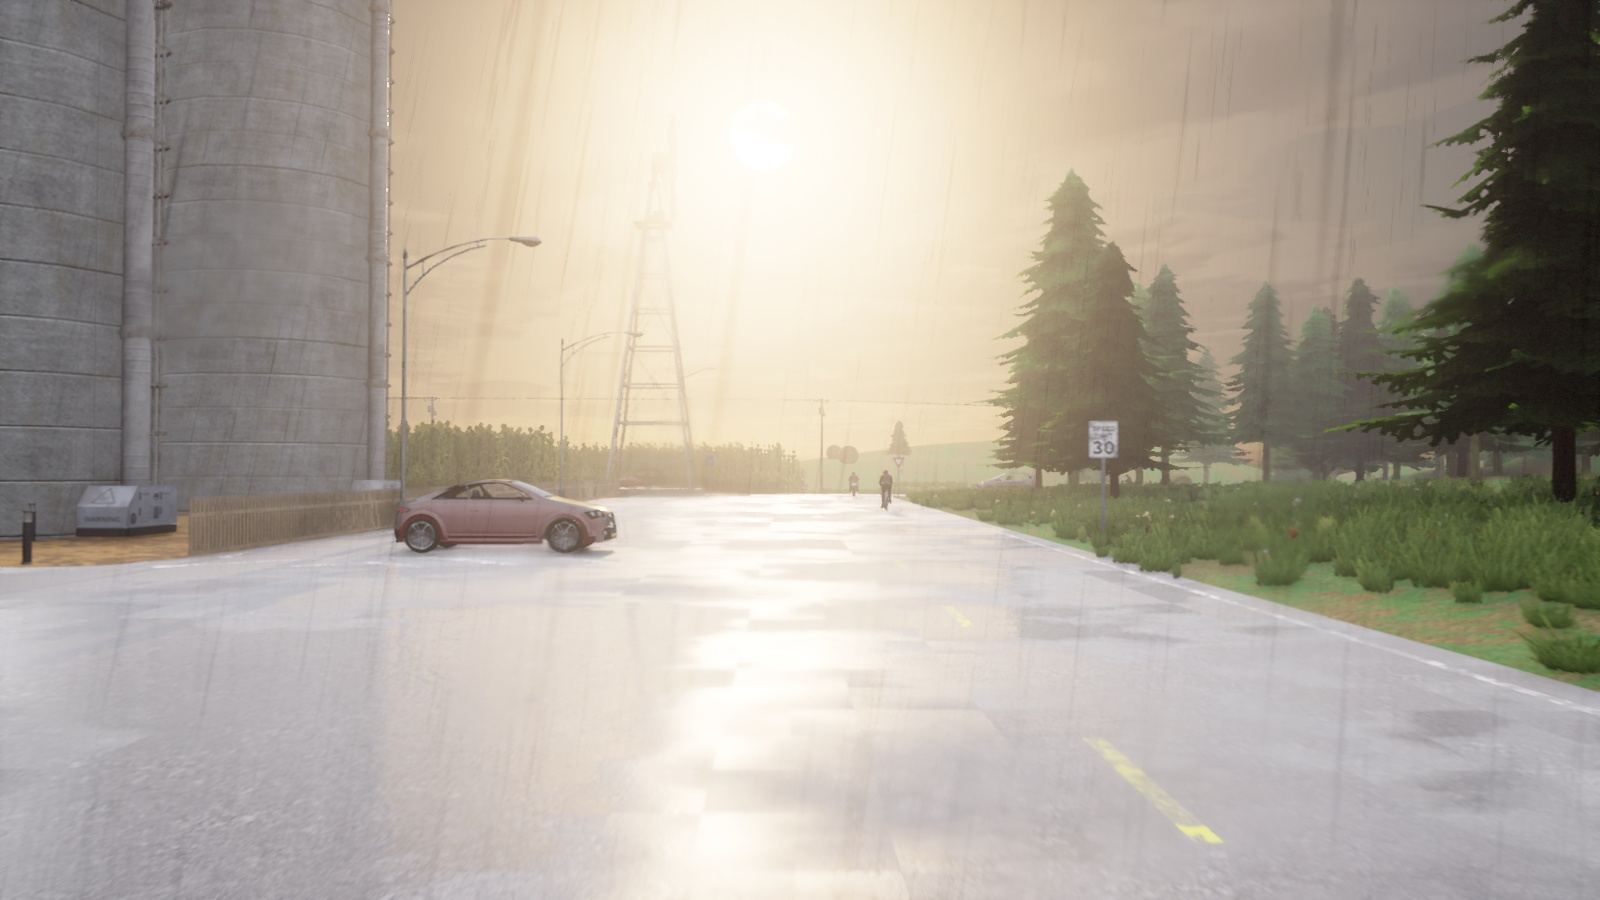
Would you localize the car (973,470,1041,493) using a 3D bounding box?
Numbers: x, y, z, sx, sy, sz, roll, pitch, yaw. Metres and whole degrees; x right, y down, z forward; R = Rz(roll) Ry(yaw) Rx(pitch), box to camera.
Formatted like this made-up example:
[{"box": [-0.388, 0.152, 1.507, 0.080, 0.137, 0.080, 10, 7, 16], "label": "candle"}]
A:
[{"box": [15.094, 2.273, 91.679, 4.611, 1.667, 2.242, 0, -1, 0], "label": "car"}]

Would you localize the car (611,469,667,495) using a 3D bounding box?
[{"box": [-11.681, 2.327, 91.374, 3.866, 1.878, 1.905, 0, -1, -1], "label": "car"}]
